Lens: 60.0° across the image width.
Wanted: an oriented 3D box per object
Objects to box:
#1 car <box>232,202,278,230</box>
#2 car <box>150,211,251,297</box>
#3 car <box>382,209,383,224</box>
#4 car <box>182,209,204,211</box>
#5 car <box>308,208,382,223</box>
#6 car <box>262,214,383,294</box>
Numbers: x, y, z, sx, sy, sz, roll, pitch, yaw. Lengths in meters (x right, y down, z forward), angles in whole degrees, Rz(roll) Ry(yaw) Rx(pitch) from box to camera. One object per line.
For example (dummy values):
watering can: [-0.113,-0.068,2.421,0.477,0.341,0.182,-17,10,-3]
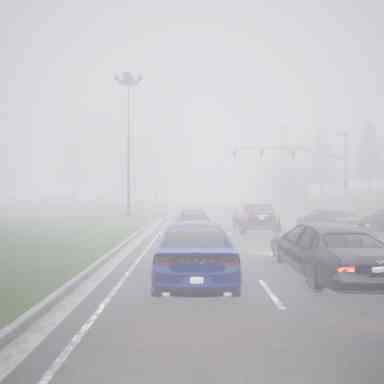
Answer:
car: [3.567,1.346,19.121,2.097,1.767,4.553,0,0,0]
car: [0.086,1.475,8.596,1.882,1.535,5.008,0,0,0]
car: [10.537,1.542,17.081,2.033,1.411,5.357,0,0,2]
car: [0.068,1.558,17.382,1.994,1.385,4.181,0,0,0]
car: [7.101,1.542,17.221,2.033,1.411,5.357,0,0,-3]
car: [3.585,1.545,8.927,2.033,1.411,5.357,0,0,-1]
